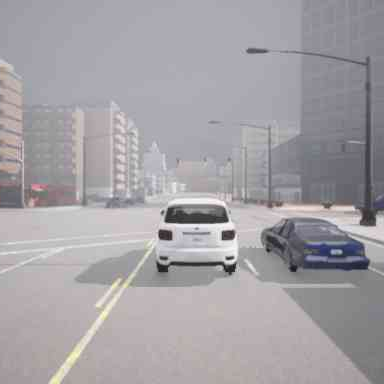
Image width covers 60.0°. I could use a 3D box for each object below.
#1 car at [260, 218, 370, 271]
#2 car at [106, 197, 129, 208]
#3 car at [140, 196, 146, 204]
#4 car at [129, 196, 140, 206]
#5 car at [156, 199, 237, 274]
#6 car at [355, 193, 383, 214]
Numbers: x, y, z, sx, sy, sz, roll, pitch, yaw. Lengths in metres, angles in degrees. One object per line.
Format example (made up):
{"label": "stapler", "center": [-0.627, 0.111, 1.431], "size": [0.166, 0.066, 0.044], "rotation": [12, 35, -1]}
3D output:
{"label": "car", "center": [3.639, 1.554, 10.880], "size": [2.033, 1.411, 5.357], "rotation": [0, 0, 0]}
{"label": "car", "center": [-10.427, 1.427, 45.619], "size": [1.837, 1.490, 4.892], "rotation": [0, 0, 1]}
{"label": "car", "center": [-10.312, 1.540, 65.707], "size": [1.882, 1.535, 5.008], "rotation": [0, 0, 0]}
{"label": "car", "center": [-10.391, 1.543, 55.619], "size": [1.994, 1.385, 4.181], "rotation": [0, 0, 0]}
{"label": "car", "center": [0.128, 1.226, 10.723], "size": [2.150, 2.045, 5.566], "rotation": [0, 0, 0]}
{"label": "car", "center": [19.061, 1.139, 32.643], "size": [5.566, 2.045, 2.150], "rotation": [0, 0, 1]}
